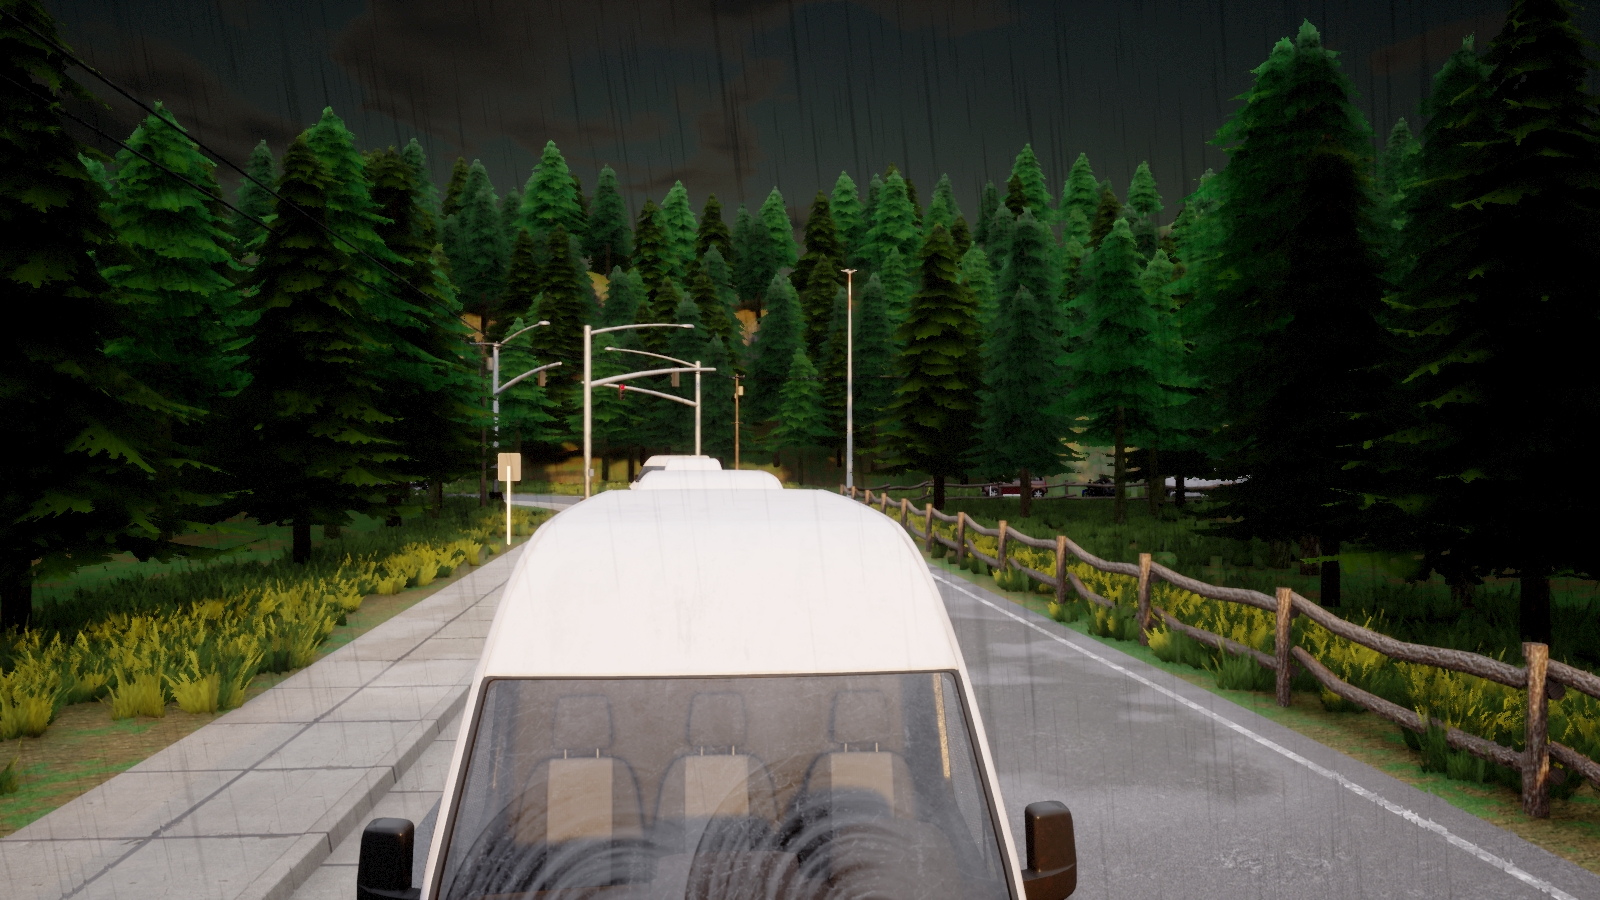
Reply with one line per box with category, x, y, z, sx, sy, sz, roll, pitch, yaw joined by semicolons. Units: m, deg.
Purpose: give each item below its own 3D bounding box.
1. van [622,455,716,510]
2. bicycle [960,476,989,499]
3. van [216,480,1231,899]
van;-6.317;1.515;55.996;1.988;2.561;5.915;0;0;22
bicycle;9.944;2.158;65.232;1.487;1.276;0.859;0;0;-6
van;-0.354;1.499;5.191;1.988;2.561;5.915;0;0;-5
